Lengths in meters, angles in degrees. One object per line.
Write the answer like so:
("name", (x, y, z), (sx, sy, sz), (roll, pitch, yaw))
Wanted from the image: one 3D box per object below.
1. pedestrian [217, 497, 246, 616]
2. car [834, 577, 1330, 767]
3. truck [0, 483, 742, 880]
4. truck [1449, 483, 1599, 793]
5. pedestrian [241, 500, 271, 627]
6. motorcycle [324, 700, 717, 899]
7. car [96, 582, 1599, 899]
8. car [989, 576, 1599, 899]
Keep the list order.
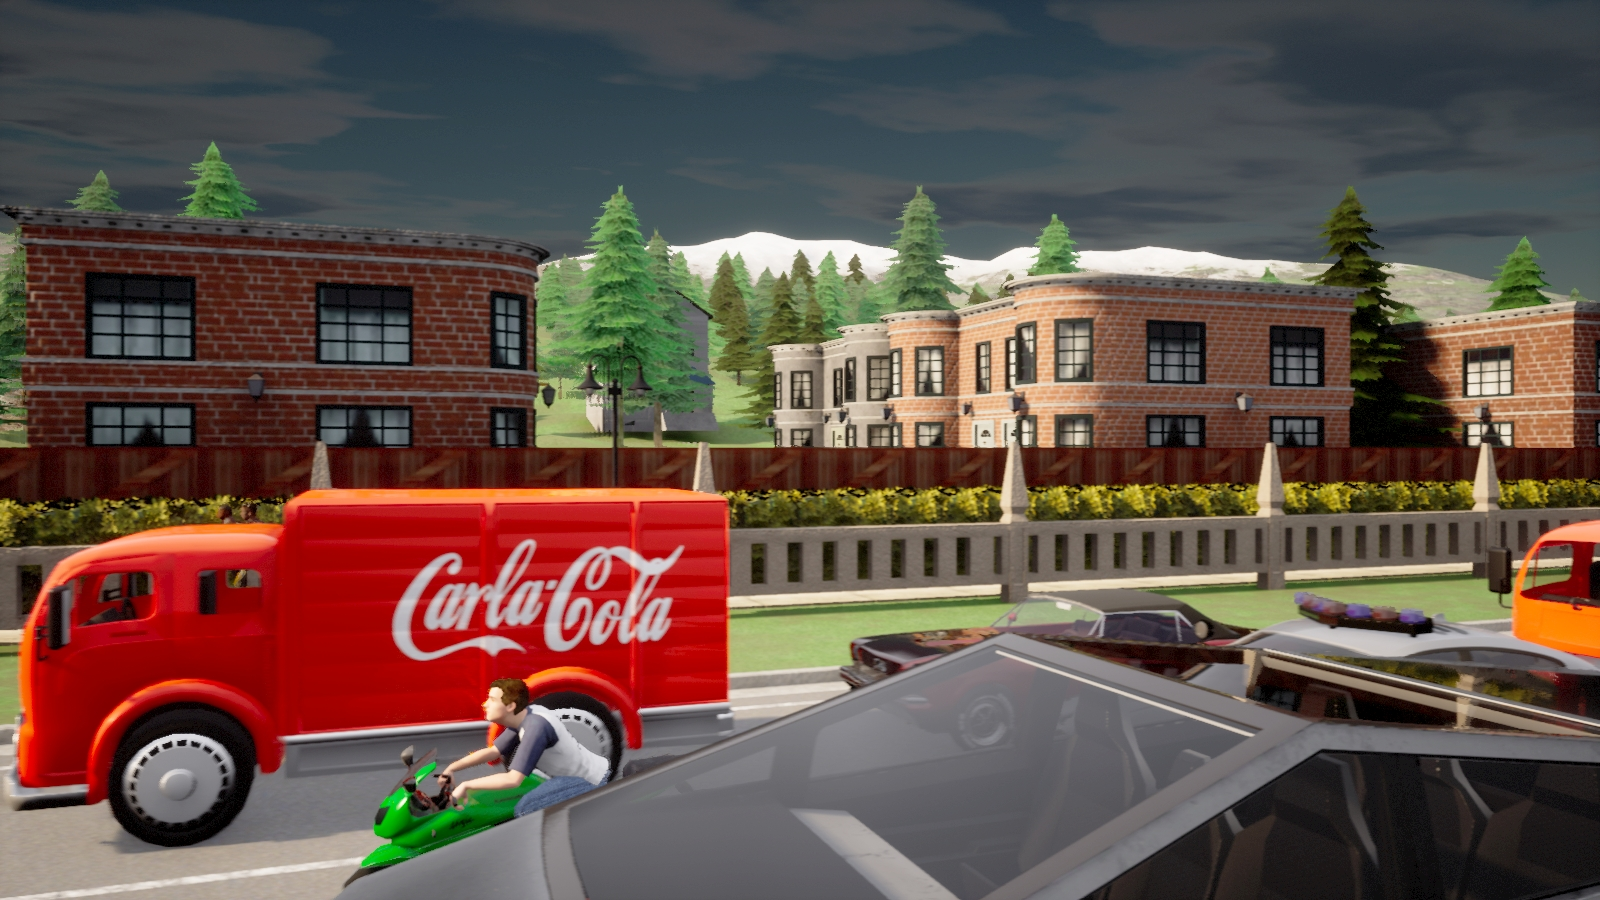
("pedestrian", (-9.111, 1.699, 18.317), (0.375, 1.860, 0.375), (0, 0, -20))
("car", (2.893, 2.149, 11.803), (4.718, 1.301, 1.895), (0, 0, -20))
("truck", (-3.361, 1.568, 9.533), (5.204, 2.467, 2.627), (0, 0, -20))
("truck", (8.932, 1.559, 10.278), (5.204, 2.467, 2.627), (0, 0, -20))
("pedestrian", (-8.210, 1.697, 17.240), (0.375, 1.860, 0.375), (0, 0, -19))
("motorcycle", (-1.563, 2.184, 6.455), (2.033, 1.199, 0.803), (-1, 0, -20))
("car", (1.488, 1.751, 3.842), (6.274, 2.098, 2.390), (0, 0, -20))
("car", (4.251, 1.977, 8.573), (5.238, 1.638, 2.097), (0, 0, -20))
